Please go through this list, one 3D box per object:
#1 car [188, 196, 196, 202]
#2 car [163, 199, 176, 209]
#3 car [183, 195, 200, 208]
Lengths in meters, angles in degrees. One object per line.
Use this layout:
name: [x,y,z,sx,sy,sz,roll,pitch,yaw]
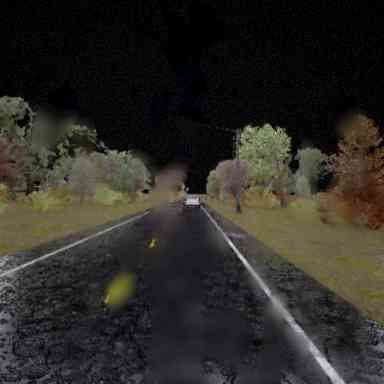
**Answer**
car: [-0.001,1.957,93.920,2.097,1.767,4.553,0,0,0]
car: [-3.523,1.863,52.912,2.033,1.411,5.357,0,0,1]
car: [0.100,1.563,56.714,2.150,2.045,5.566,0,0,0]
